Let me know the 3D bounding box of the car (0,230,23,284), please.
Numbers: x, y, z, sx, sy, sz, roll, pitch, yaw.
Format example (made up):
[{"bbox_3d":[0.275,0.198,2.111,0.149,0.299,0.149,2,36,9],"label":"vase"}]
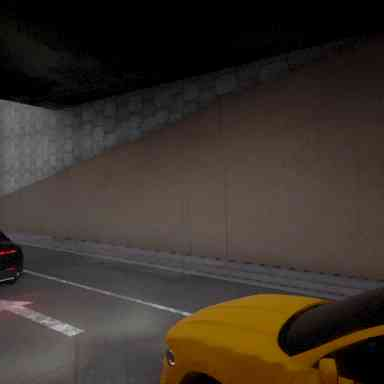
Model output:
[{"bbox_3d":[-6.156,1.505,8.390,4.892,1.490,1.837,0,0,36],"label":"car"}]

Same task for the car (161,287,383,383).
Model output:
[{"bbox_3d":[1.983,1.478,2.481,5.008,1.535,1.882,0,0,37],"label":"car"}]
